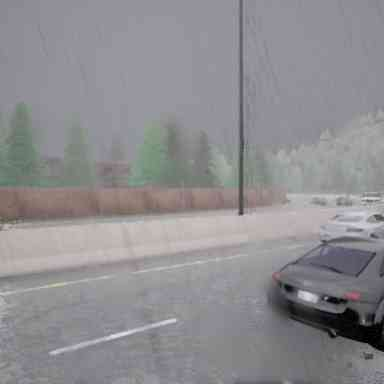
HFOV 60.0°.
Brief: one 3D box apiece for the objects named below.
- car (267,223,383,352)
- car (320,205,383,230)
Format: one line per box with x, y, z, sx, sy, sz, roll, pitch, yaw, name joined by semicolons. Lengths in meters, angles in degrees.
3.363;1.538;6.206;4.181;1.385;1.994;0;0;-36;car
6.900;1.469;13.461;4.674;1.442;1.812;0;0;-40;car
